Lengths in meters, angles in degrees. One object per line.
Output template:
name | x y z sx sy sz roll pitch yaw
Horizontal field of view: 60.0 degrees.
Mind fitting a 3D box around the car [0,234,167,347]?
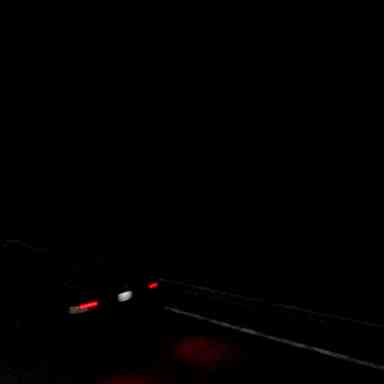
car | -2.929 1.552 6.365 5.357 1.411 2.033 0 0 38
